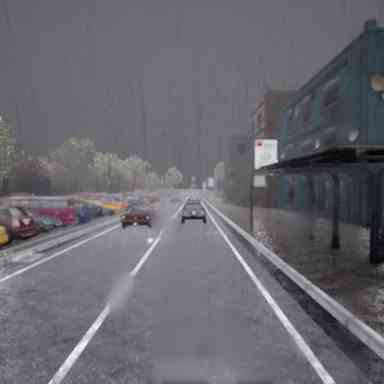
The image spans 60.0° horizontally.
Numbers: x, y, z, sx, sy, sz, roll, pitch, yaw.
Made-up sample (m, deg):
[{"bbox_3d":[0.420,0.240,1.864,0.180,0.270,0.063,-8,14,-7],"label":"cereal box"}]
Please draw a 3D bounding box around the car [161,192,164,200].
[{"bbox_3d":[-9.083,1.326,73.500,4.674,1.452,2.002,0,0,0],"label":"car"}]

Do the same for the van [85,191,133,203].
[{"bbox_3d":[-9.255,1.222,37.253,4.442,1.987,1.878,0,0,0],"label":"van"}]

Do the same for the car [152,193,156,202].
[{"bbox_3d":[-9.209,1.368,56.801,4.892,1.521,2.231,0,0,0],"label":"car"}]

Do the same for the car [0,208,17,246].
[{"bbox_3d":[-9.758,1.517,12.270,5.366,1.575,1.946,0,0,0],"label":"car"}]

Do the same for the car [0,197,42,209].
[{"bbox_3d":[-22.411,1.424,42.970,5.008,1.535,2.097,0,0,0],"label":"car"}]

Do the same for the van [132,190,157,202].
[{"bbox_3d":[-9.076,1.128,59.582,4.442,1.987,1.878,0,0,0],"label":"van"}]

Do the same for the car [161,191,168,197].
[{"bbox_3d":[-8.851,1.256,79.064,5.366,1.575,1.946,0,0,0],"label":"car"}]

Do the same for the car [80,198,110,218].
[{"bbox_3d":[-9.456,1.484,26.184,5.008,1.535,2.097,0,0,0],"label":"car"}]

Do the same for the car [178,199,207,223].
[{"bbox_3d":[0.137,1.516,25.436,2.033,1.411,5.357,0,0,0],"label":"car"}]

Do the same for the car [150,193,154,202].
[{"bbox_3d":[-9.423,1.376,54.019,5.366,1.575,1.946,0,0,0],"label":"car"}]

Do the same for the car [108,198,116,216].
[{"bbox_3d":[-9.441,1.516,28.969,4.674,1.452,2.002,0,0,0],"label":"car"}]

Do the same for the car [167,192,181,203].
[{"bbox_3d":[-3.080,1.315,62.960,1.837,1.490,4.892,0,0,1],"label":"car"}]

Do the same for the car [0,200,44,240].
[{"bbox_3d":[-9.520,1.388,14.926,4.553,1.767,2.185,0,0,0],"label":"car"}]

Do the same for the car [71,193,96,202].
[{"bbox_3d":[-22.174,1.185,68.033,4.553,1.767,2.185,0,0,0],"label":"car"}]

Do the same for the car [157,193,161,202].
[{"bbox_3d":[-9.142,1.089,62.366,5.566,2.045,2.435,0,0,0],"label":"car"}]

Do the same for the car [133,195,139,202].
[{"bbox_3d":[-9.320,1.467,40.101,4.792,1.488,2.163,0,0,0],"label":"car"}]

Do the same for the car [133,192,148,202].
[{"bbox_3d":[-9.251,1.279,48.450,4.553,1.767,2.185,0,0,0],"label":"car"}]

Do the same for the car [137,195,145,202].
[{"bbox_3d":[-9.307,1.456,45.668,4.674,1.452,2.002,0,0,0],"label":"car"}]

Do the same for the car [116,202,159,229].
[{"bbox_3d":[-3.320,1.578,21.780,1.895,1.301,4.718,0,0,0],"label":"car"}]

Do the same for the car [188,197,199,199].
[{"bbox_3d":[0.200,1.402,42.453,2.128,1.511,4.902,0,0,0],"label":"car"}]

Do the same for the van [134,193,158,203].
[{"bbox_3d":[-9.033,1.101,65.024,4.442,1.987,1.878,0,0,0],"label":"van"}]

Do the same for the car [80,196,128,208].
[{"bbox_3d":[-9.231,1.464,31.750,5.366,1.575,1.946,0,0,0],"label":"car"}]

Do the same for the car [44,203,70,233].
[{"bbox_3d":[-9.534,1.508,17.835,4.892,1.521,2.231,0,0,0],"label":"car"}]

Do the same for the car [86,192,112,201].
[{"bbox_3d":[-22.144,1.005,79.173,5.566,2.045,2.435,0,0,0],"label":"car"}]

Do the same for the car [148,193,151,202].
[{"bbox_3d":[-9.266,1.393,51.235,4.892,1.521,2.231,0,0,0],"label":"car"}]

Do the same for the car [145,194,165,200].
[{"bbox_3d":[-9.030,1.286,81.708,4.674,1.452,2.002,-1,0,1],"label":"car"}]

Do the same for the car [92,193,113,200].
[{"bbox_3d":[-22.062,1.117,81.958,4.553,1.767,2.185,0,0,0],"label":"car"}]

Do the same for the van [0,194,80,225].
[{"bbox_3d":[-9.622,1.274,20.619,4.442,1.987,1.878,0,0,0],"label":"van"}]

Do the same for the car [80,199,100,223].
[{"bbox_3d":[-9.489,1.492,23.402,5.008,1.535,2.097,0,0,0],"label":"car"}]

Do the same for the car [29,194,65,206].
[{"bbox_3d":[-22.371,1.264,51.326,4.553,1.767,2.185,0,0,0],"label":"car"}]

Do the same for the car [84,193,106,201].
[{"bbox_3d":[-22.170,1.145,76.263,4.553,1.767,2.185,0,0,0],"label":"car"}]

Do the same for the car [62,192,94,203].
[{"bbox_3d":[-22.257,1.073,65.124,5.566,2.045,2.435,0,0,0],"label":"car"}]

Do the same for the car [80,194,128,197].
[{"bbox_3d":[-9.363,1.332,34.534,4.553,1.767,2.185,0,0,0],"label":"car"}]

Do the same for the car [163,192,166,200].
[{"bbox_3d":[-9.088,1.302,76.283,4.792,1.488,2.163,0,0,0],"label":"car"}]

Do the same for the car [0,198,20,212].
[{"bbox_3d":[-22.446,1.445,37.401,5.008,1.535,2.097,0,0,0],"label":"car"}]
